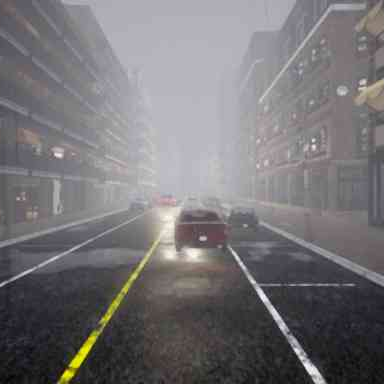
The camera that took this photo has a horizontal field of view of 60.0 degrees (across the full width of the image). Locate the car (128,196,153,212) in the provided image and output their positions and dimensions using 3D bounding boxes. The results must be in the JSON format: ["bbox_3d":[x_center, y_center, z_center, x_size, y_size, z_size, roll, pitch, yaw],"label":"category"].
[{"bbox_3d":[-5.707,1.332,35.796,2.008,1.369,4.403,0,0,0],"label":"car"}]

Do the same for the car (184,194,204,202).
[{"bbox_3d":[0.080,1.290,38.605,1.812,1.442,4.674,0,0,0],"label":"car"}]

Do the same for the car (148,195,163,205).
[{"bbox_3d":[-5.716,1.222,52.705,1.887,1.381,4.507,0,0,0],"label":"car"}]

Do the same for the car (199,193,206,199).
[{"bbox_3d":[2.647,0.994,86.693,1.752,1.417,4.829,0,0,0],"label":"car"}]

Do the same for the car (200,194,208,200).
[{"bbox_3d":[2.654,1.121,75.250,1.802,1.307,4.206,0,0,0],"label":"car"}]

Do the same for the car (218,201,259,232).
[{"bbox_3d":[2.682,1.436,18.888,2.008,1.369,4.403,0,0,0],"label":"car"}]

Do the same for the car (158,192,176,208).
[{"bbox_3d":[-3.094,1.094,42.053,2.097,1.767,4.553,0,0,0],"label":"car"}]

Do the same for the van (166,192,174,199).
[{"bbox_3d":[-5.732,0.811,86.521,1.690,1.788,3.998,0,0,0],"label":"van"}]

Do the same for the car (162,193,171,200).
[{"bbox_3d":[-5.727,1.065,75.079,1.752,1.417,4.829,0,0,0],"label":"car"}]

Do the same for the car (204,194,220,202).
[{"bbox_3d":[2.671,1.271,41.603,1.752,1.417,4.829,0,0,0],"label":"car"}]

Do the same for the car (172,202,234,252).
[{"bbox_3d":[0.248,1.395,13.655,1.882,1.535,5.008,0,0,-3],"label":"car"}]

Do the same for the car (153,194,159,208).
[{"bbox_3d":[-5.710,1.298,41.433,2.008,1.369,4.403,0,0,0],"label":"car"}]

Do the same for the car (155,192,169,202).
[{"bbox_3d":[-5.720,0.923,63.977,2.192,1.841,5.009,0,0,0],"label":"car"}]
